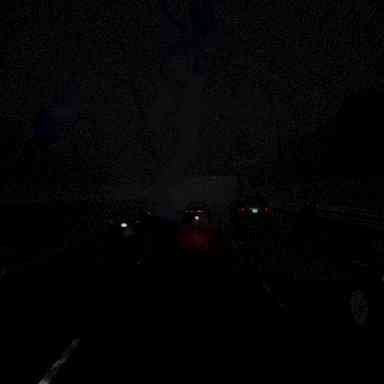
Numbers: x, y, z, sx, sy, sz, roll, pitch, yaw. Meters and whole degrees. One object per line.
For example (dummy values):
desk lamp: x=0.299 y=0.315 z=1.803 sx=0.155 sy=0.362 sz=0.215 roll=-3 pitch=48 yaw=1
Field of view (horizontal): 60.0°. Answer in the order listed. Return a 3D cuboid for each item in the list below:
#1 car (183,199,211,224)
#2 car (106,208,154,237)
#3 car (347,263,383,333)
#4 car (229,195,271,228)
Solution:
car: x=0.385 y=1.526 z=24.951 sx=1.837 sy=1.490 sz=4.892 roll=0 pitch=0 yaw=1
car: x=-3.245 y=1.578 z=18.017 sx=1.994 sy=1.385 sz=4.181 roll=0 pitch=0 yaw=1
car: x=3.620 y=1.496 z=3.907 sx=2.128 sy=1.511 sz=4.902 roll=0 pitch=0 yaw=0
car: x=3.834 y=1.244 z=22.669 sx=2.150 sy=2.045 sz=5.566 roll=0 pitch=0 yaw=1
